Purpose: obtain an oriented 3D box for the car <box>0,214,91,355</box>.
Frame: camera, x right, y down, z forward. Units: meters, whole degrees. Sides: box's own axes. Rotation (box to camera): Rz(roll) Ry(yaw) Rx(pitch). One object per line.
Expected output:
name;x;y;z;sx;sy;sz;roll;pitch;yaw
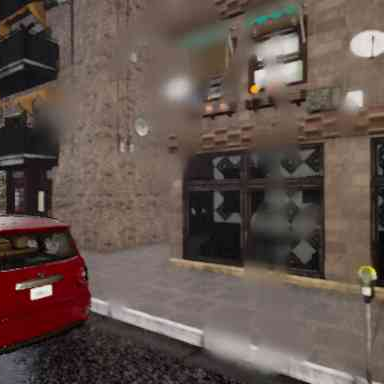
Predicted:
car;-3.770;1.286;5.424;5.009;1.841;2.192;0;0;36
